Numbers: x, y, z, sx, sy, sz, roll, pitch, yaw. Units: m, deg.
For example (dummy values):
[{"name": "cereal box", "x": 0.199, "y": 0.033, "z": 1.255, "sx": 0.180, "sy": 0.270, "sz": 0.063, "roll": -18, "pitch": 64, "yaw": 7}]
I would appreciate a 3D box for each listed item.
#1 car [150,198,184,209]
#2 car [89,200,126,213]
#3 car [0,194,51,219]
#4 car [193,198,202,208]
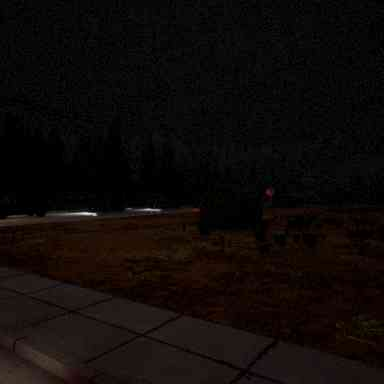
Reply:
[{"name": "car", "x": -3.357, "y": 1.574, "z": 46.043, "sx": 2.033, "sy": 1.411, "sz": 5.357, "roll": 0, "pitch": 0, "yaw": 37}, {"name": "car", "x": -9.556, "y": 1.591, "z": 37.660, "sx": 1.994, "sy": 1.385, "sz": 4.181, "roll": 0, "pitch": 0, "yaw": 37}, {"name": "car", "x": -15.451, "y": 1.248, "z": 29.682, "sx": 2.150, "sy": 2.045, "sz": 5.566, "roll": 0, "pitch": 0, "yaw": 36}, {"name": "car", "x": 2.123, "y": 1.532, "z": 47.265, "sx": 1.837, "sy": 1.490, "sz": 4.892, "roll": 0, "pitch": 0, "yaw": 36}]
